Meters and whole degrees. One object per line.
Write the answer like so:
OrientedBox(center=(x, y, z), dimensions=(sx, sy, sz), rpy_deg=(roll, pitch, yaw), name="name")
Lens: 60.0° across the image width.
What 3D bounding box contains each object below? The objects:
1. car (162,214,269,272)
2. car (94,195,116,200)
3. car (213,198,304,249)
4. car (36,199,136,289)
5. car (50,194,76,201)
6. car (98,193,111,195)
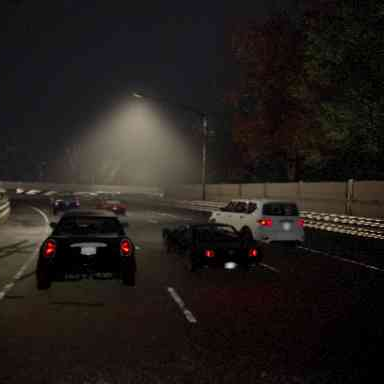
OrientedBox(center=(0.361, 1.608, 10.836), dimensions=(1.895, 1.301, 4.718), rpy_deg=(2, 0, -17), name="car")
OrientedBox(center=(-7.164, 1.296, 28.826), dimensions=(1.994, 1.385, 4.181), rpy_deg=(2, 0, -27), name="car")
OrientedBox(center=(2.669, 1.309, 15.020), dimensions=(2.150, 2.045, 5.566), rpy_deg=(2, 0, -19), name="car")
OrientedBox(center=(-2.805, 1.248, 9.131), dimensions=(2.097, 1.767, 4.553), rpy_deg=(2, 0, -17), name="car")
OrientedBox(center=(-10.946, 0.950, 28.502), dimensions=(2.097, 1.767, 4.553), rpy_deg=(2, 0, -28), name="car")
OrientedBox(center=(-12.418, 0.890, 46.727), dimensions=(2.097, 1.767, 4.553), rpy_deg=(2, 0, -27), name="car")
